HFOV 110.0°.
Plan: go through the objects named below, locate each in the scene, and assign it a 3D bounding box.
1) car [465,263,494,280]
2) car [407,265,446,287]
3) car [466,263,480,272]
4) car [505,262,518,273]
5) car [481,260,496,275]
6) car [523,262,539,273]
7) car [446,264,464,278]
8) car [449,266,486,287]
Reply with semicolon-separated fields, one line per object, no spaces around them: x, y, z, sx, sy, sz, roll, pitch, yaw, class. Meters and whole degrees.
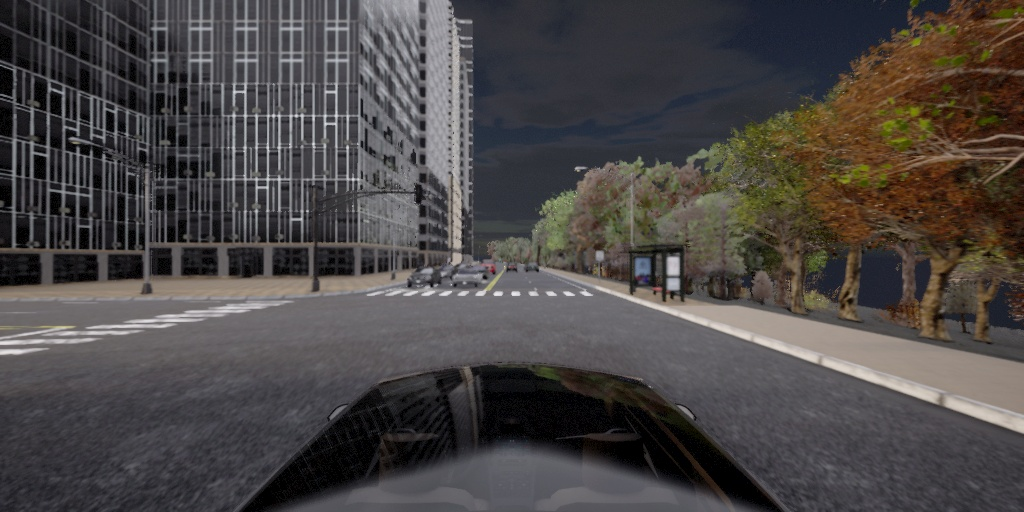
-3.359;1.700;37.310;2.033;1.411;5.357;0;-1;0;car
-6.604;1.568;27.589;1.812;1.442;4.674;0;-1;0;car
-6.544;1.973;60.339;1.994;1.385;4.181;0;-1;-1;car
-0.016;1.887;57.910;1.837;1.490;4.892;0;-1;0;car
-3.352;1.509;49.435;2.150;2.045;5.566;0;-1;0;car
3.234;1.733;57.819;2.097;1.767;4.553;0;-1;0;car
-6.607;1.638;36.764;2.128;1.511;4.902;0;-1;0;car
-3.354;1.644;27.660;1.895;1.301;4.718;0;-1;0;car
